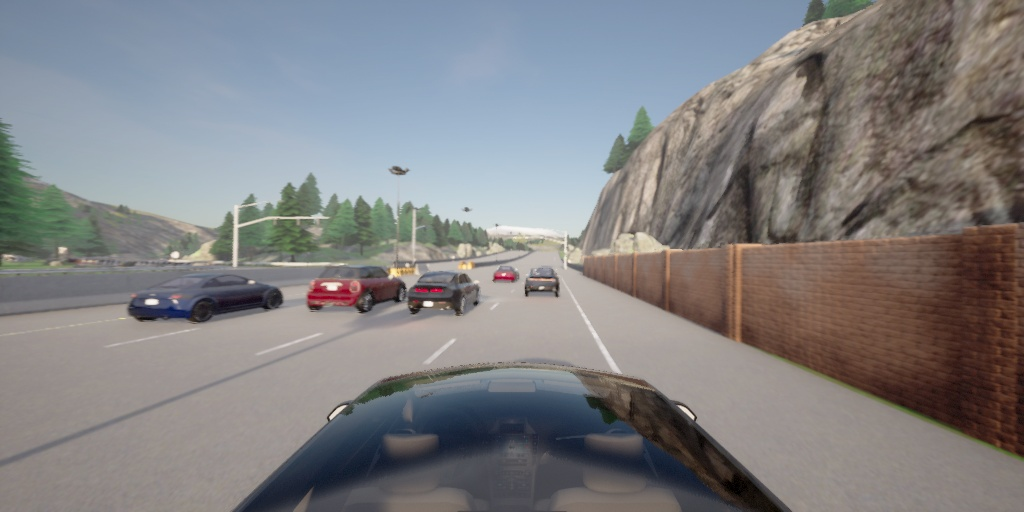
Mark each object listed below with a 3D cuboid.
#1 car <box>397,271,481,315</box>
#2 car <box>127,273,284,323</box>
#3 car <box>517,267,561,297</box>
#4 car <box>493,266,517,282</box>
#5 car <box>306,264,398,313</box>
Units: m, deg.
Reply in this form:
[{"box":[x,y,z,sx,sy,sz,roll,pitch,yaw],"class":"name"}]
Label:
[{"box":[-2.454,1.319,13.912,1.837,1.490,4.892,1,0,6],"class":"car"},{"box":[-9.669,1.247,11.791,1.994,1.385,4.181,1,-1,5],"class":"car"},{"box":[1.728,1.426,20.418,2.128,1.511,4.902,1,0,6],"class":"car"},{"box":[-0.496,1.565,32.475,1.994,1.385,4.181,1,0,6],"class":"car"},{"box":[-5.913,1.115,14.284,2.097,1.767,4.553,1,-1,5],"class":"car"}]
